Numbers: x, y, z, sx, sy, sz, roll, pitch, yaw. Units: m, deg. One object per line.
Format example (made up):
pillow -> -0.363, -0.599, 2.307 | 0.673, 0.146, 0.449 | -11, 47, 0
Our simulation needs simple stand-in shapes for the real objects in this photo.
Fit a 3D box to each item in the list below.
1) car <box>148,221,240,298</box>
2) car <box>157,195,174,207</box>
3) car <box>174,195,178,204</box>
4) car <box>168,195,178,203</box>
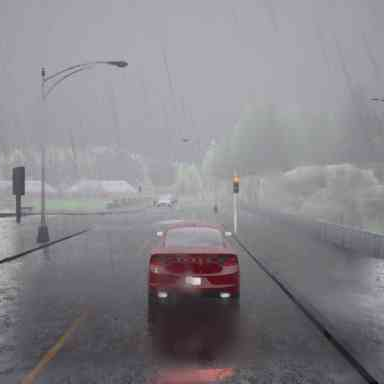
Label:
car -> 0.053, 1.478, 8.550 | 1.882, 1.535, 5.008 | 0, 0, 0
car -> -4.130, 1.526, 50.781 | 1.812, 1.442, 4.674 | 0, 0, 0
car -> -4.123, 1.526, 60.699 | 1.812, 1.442, 4.674 | 0, 0, 1
car -> -4.050, 1.500, 70.865 | 1.837, 1.490, 4.892 | 0, 0, 0
